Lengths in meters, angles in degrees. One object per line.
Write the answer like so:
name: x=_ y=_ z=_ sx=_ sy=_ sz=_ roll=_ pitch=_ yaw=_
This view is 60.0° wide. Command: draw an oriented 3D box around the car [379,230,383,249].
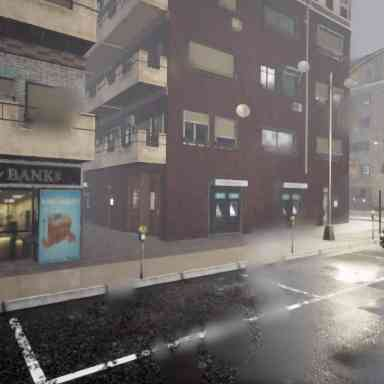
car: x=9.086 y=1.554 z=13.120 sx=4.403 sy=1.369 sz=2.008 roll=0 pitch=1 yaw=-35
